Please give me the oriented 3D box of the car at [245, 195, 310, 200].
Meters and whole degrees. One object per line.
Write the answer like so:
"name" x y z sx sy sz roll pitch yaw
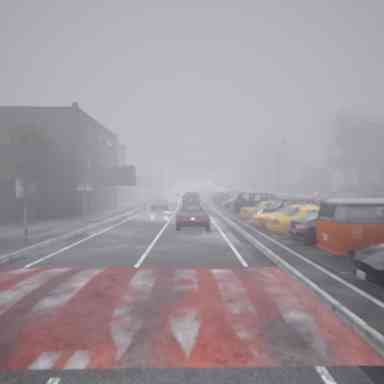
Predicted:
"car" 6.082 1.235 21.557 4.553 1.767 2.185 0 0 -1

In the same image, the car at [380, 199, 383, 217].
"car" 18.575 1.342 27.382 4.892 1.521 2.231 0 0 0

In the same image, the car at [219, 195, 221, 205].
"car" 5.897 1.348 38.511 4.674 1.452 2.002 0 0 -1

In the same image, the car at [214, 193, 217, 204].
"car" 5.826 1.245 47.010 4.674 1.452 2.002 0 1 -1

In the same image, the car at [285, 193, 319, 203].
"car" 18.331 1.028 55.637 4.892 1.521 2.231 0 1 0

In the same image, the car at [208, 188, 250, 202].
"car" 5.745 0.836 52.653 5.566 2.045 2.435 0 1 0

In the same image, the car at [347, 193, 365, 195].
"car" 18.487 1.197 33.153 4.553 1.767 2.185 0 0 0

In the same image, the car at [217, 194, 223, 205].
"car" 5.877 1.334 41.346 4.674 1.452 2.002 0 0 -1

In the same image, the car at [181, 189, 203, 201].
"car" -0.092 1.005 40.662 2.150 2.045 5.566 0 1 0

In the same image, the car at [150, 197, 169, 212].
"car" -3.505 1.343 36.879 1.812 1.442 4.674 0 0 0

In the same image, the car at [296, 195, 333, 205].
"car" 18.343 1.171 50.116 4.792 1.488 2.163 0 1 0

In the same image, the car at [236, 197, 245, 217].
"car" 6.211 1.349 24.385 5.366 1.575 1.946 0 0 -1

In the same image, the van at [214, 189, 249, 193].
"van" 5.915 0.920 49.830 4.442 1.987 1.878 0 1 -1

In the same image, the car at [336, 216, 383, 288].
"car" 6.147 1.434 7.429 4.792 1.488 2.163 0 0 -1

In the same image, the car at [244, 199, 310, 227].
"car" 5.890 1.366 18.730 5.366 1.575 1.946 0 0 -1

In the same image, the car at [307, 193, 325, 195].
"car" 18.416 1.255 44.458 5.008 1.535 2.097 0 1 0

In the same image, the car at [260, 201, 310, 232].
"car" 6.287 1.375 15.908 5.366 1.575 1.946 0 0 -1

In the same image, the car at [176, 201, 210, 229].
"car" 0.045 1.473 20.640 1.994 1.385 4.181 0 0 0

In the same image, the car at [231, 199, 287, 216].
"car" 5.978 1.374 30.034 4.674 1.452 2.002 0 0 -1

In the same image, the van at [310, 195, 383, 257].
"van" 6.268 1.170 10.255 4.442 1.987 1.878 0 0 -1

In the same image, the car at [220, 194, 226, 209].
"car" 5.919 1.316 35.685 5.008 1.535 2.097 0 0 -1

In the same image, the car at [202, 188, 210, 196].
"car" 5.176 0.444 92.939 4.674 1.452 2.002 1 1 0

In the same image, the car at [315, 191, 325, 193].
"car" 18.369 0.948 47.287 5.566 2.045 2.435 0 1 0

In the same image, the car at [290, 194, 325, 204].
"car" 18.318 1.112 52.939 4.792 1.488 2.163 0 1 0

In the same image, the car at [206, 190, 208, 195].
"car" 5.649 0.835 66.784 4.674 1.452 2.002 0 1 -1

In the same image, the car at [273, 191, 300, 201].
"car" 18.219 0.725 64.103 4.553 1.767 2.185 0 1 -1

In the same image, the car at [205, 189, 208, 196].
"car" 5.651 0.766 69.610 4.792 1.488 2.163 0 1 -1

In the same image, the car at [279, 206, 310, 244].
"car" 6.124 1.427 13.081 4.674 1.452 2.002 0 0 -1

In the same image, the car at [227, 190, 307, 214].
"car" 6.028 1.092 27.208 5.566 2.045 2.435 0 0 -1

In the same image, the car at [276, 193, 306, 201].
"car" 18.269 0.907 61.407 5.008 1.535 2.097 0 1 -1

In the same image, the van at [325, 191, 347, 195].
"van" 18.352 1.080 38.676 4.442 1.987 1.878 0 0 0

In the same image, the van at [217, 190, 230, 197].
"van" 5.964 1.031 44.301 4.442 1.987 1.878 0 1 -1

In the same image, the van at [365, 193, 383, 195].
"van" 18.661 1.106 30.207 4.442 1.987 1.878 0 0 0
